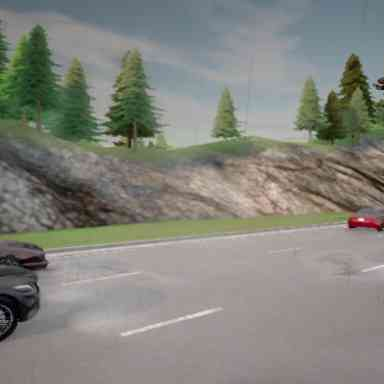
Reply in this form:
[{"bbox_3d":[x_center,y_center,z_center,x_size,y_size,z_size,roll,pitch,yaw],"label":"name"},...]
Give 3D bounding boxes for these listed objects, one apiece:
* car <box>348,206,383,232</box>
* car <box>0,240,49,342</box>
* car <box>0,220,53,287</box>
[{"bbox_3d":[11.425,1.578,20.422,4.181,1.385,1.994,0,0,-36],"label":"car"},{"bbox_3d":[-4.692,1.525,4.699,4.674,1.442,1.812,0,0,-35],"label":"car"},{"bbox_3d":[-6.352,1.547,7.813,5.357,1.411,2.033,0,0,-35],"label":"car"}]
